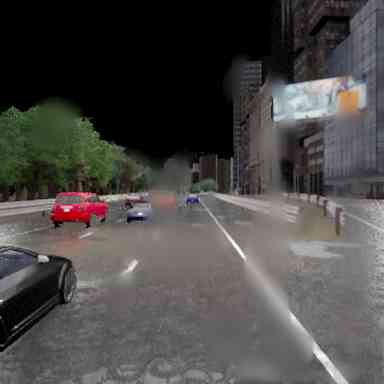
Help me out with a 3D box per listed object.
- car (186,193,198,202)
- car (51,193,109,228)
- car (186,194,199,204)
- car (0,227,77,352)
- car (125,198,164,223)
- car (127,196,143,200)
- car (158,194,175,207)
[{"bbox_3d":[-0.005,1.022,62.493,2.128,1.511,4.902,0,0,0],"label":"car"},{"bbox_3d":[-6.901,1.079,20.994,2.150,2.045,5.566,0,0,0],"label":"car"},{"bbox_3d":[0.102,1.085,52.181,1.882,1.535,5.008,0,0,0],"label":"car"},{"bbox_3d":[-3.401,1.531,5.305,1.994,1.385,4.181,0,0,0],"label":"car"},{"bbox_3d":[-3.403,1.399,23.946,1.994,1.385,4.181,0,0,0],"label":"car"},{"bbox_3d":[-6.907,1.172,40.985,1.882,1.535,5.008,0,0,0],"label":"car"},{"bbox_3d":[-3.401,1.027,43.381,2.097,1.767,4.553,0,0,0],"label":"car"}]
